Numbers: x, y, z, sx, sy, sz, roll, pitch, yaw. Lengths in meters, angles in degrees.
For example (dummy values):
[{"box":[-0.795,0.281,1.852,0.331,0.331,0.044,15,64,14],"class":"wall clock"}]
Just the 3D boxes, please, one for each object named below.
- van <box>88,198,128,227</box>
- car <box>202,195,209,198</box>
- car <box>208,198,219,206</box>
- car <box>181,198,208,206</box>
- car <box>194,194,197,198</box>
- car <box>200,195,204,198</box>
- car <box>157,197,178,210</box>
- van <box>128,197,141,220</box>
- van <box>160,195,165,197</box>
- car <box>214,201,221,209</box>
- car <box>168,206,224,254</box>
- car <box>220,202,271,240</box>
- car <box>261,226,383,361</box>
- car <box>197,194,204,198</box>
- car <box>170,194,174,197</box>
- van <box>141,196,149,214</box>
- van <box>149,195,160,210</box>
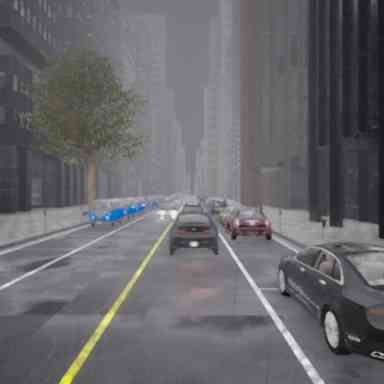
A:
[{"box":[-5.769,1.386,22.762,1.690,1.788,3.998,0,0,0],"class":"van"},{"box":[2.745,1.634,51.035,1.752,1.417,4.829,0,0,0],"class":"car"},{"box":[2.751,1.635,34.009,1.947,1.339,4.313,0,0,0],"class":"car"},{"box":[0.074,1.552,30.249,2.128,1.511,4.902,0,0,0],"class":"car"},{"box":[2.362,1.438,88.593,2.150,2.045,5.566,0,0,0],"class":"car"},{"box":[2.743,1.687,56.483,1.947,1.339,4.313,0,0,0],"class":"car"},{"box":[-3.108,1.693,43.977,1.895,1.301,4.718,0,0,0],"class":"car"},{"box":[-5.771,1.398,28.380,1.690,1.788,3.998,0,0,0],"class":"van"},{"box":[-5.782,1.464,56.472,1.690,1.788,3.998,0,0,0],"class":"van"},{"box":[2.755,1.570,22.941,1.752,1.417,4.829,0,0,0],"class":"car"},{"box":[0.077,1.531,13.734,1.837,1.490,4.892,0,0,0],"class":"car"},{"box":[2.758,1.473,17.152,1.967,1.590,4.097,0,0,0],"class":"car"},{"box":[2.762,1.562,5.915,2.008,1.369,4.403,0,0,0],"class":"car"},{"box":[2.737,1.480,73.341,2.192,1.841,5.009,0,0,0],"class":"car"},{"box":[-5.790,1.707,78.775,1.752,1.417,4.829,0,0,0],"class":"car"},{"box":[-5.773,1.411,33.999,1.690,1.788,3.998,0,0,0],"class":"van"},{"box":[-5.778,1.436,45.235,1.690,1.788,3.998,0,0,0],"class":"van"}]
